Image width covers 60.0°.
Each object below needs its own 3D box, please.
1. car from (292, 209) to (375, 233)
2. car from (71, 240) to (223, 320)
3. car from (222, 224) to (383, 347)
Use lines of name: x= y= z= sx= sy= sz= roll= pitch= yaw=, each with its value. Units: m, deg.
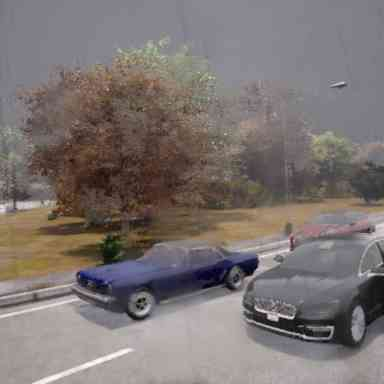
car: x=6.153 y=1.599 z=14.388 sx=4.553 sy=1.767 sz=2.097 roll=-1 pitch=-2 yaw=-43
car: x=-0.444 y=1.952 z=8.347 sx=4.718 sy=1.301 sz=1.895 roll=0 pitch=-3 yaw=-42
car: x=3.022 y=1.667 z=6.770 sx=4.892 sy=1.490 sz=1.837 roll=-1 pitch=-3 yaw=-42
